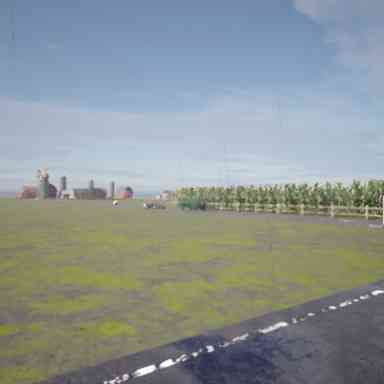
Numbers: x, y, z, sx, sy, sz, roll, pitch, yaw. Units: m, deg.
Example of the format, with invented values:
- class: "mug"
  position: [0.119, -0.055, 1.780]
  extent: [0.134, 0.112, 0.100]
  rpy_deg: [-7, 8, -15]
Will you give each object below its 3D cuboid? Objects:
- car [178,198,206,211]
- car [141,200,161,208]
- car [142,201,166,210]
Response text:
- class: "car"
  position: [0.009, 1.930, 52.437]
  extent: [2.150, 2.045, 5.566]
  rpy_deg: [1, -1, -34]
- class: "car"
  position: [-7.918, 2.362, 63.925]
  extent: [1.812, 1.442, 4.674]
  rpy_deg: [1, -1, -35]
- class: "car"
  position: [-6.261, 2.240, 56.633]
  extent: [1.837, 1.490, 4.892]
  rpy_deg: [1, -2, -34]
